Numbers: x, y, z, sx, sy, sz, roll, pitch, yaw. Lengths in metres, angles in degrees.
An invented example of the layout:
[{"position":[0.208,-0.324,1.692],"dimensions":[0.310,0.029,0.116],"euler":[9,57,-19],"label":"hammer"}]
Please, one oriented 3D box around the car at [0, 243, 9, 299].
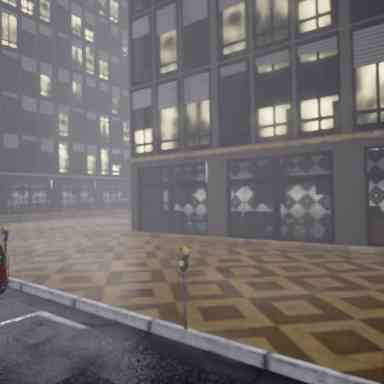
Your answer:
[{"position":[-5.746,1.352,6.843],"dimensions":[5.009,1.841,2.192],"euler":[0,-1,36],"label":"car"}]
